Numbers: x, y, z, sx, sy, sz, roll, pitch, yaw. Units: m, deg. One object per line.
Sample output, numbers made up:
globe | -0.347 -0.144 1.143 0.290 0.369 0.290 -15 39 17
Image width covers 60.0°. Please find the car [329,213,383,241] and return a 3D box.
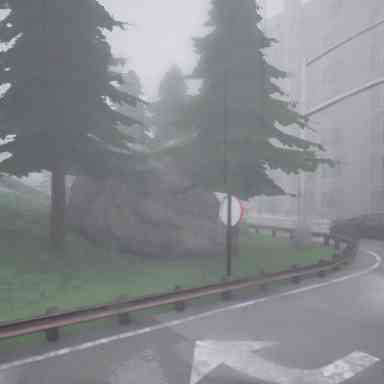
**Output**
car | 9.222 1.685 15.474 2.033 1.411 5.357 1 0 -37
